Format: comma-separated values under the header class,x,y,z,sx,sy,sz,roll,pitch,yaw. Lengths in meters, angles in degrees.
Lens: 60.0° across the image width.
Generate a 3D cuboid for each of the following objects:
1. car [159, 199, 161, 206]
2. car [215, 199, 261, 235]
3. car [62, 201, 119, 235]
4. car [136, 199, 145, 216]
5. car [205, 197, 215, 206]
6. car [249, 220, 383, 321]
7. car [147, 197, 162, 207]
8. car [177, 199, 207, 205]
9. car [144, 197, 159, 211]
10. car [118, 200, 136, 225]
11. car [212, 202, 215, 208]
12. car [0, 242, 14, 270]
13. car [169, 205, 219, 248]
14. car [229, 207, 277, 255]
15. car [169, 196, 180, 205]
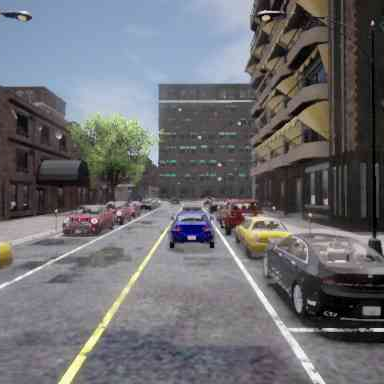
class,x,y,z,sx,sy,sz,roll,pitch,yaw
car,-5.644,1.575,46.915,2.008,1.369,4.403,1,0,0
car,2.707,1.320,18.540,2.192,1.841,5.009,1,0,0
car,-5.642,1.445,18.480,1.967,1.590,4.097,1,0,0
car,-5.645,1.594,29.854,1.802,1.307,4.206,1,0,0
car,2.702,1.582,35.600,1.947,1.339,4.313,1,0,0
car,2.703,1.551,7.166,2.008,1.369,4.403,1,0,0
car,-5.814,1.555,52.432,1.752,1.417,4.829,1,0,0
car,0.000,1.576,29.655,2.033,1.411,5.357,0,0,0
car,-5.645,1.586,41.227,1.947,1.339,4.313,1,0,0
car,-5.643,1.448,24.168,1.967,1.590,4.097,1,0,0
car,2.702,1.590,24.227,1.802,1.307,4.206,1,0,0
car,-5.644,1.525,6.938,1.752,1.417,4.829,1,0,0
car,0.000,1.537,14.652,1.812,1.442,4.674,0,0,0
car,2.703,1.528,13.023,1.752,1.417,4.829,1,0,0
car,-3.000,1.598,60.660,1.837,1.490,4.892,0,0,0
